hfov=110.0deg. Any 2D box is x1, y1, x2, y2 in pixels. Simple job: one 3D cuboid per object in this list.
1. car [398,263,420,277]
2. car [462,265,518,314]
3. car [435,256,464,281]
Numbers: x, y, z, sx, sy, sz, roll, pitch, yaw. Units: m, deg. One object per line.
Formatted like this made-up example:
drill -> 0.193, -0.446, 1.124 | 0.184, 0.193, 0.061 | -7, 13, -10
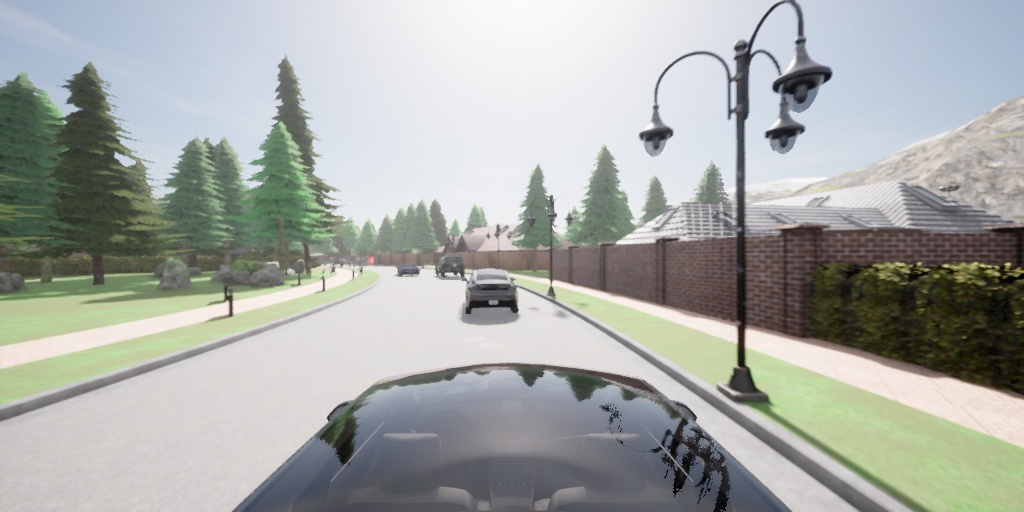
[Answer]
car -> -10.408, 1.387, 36.090 | 1.895, 1.301, 4.718 | 0, 0, -22
car -> -0.903, 1.258, 14.001 | 1.837, 1.490, 4.892 | 0, 0, -7
car -> -6.152, 0.992, 35.308 | 2.150, 2.045, 5.566 | 0, 0, -20
